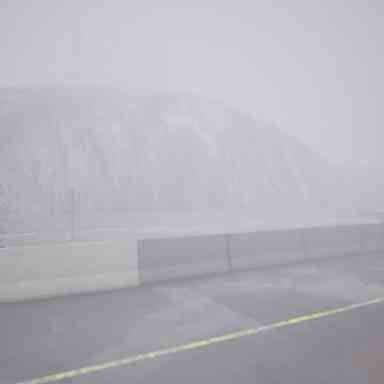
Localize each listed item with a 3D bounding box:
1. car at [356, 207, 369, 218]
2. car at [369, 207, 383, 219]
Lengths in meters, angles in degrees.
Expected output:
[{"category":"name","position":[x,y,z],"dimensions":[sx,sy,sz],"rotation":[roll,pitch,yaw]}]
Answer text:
[{"category":"car","position":[21.790,2.397,39.737],"dimensions":[4.718,1.301,1.895],"rotation":[0,-2,-30]},{"category":"car","position":[21.609,2.046,35.616],"dimensions":[4.553,1.767,2.097],"rotation":[0,-2,-30]}]
